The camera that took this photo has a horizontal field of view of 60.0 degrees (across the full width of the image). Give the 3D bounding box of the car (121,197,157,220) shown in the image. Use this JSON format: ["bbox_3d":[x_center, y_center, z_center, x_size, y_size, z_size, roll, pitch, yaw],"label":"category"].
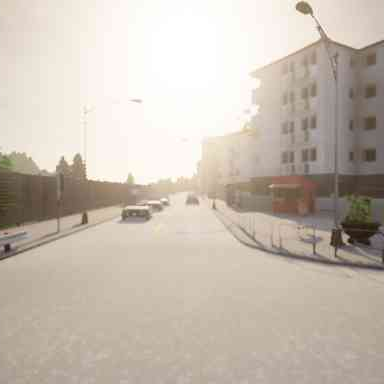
[{"bbox_3d":[-4.097,1.363,25.582,1.994,1.385,4.181,0,0,0],"label":"car"}]

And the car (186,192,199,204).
[{"bbox_3d":[0.098,1.159,51.623,1.994,1.385,4.181,0,0,0],"label":"car"}]

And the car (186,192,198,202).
[{"bbox_3d":[-0.006,0.869,61.561,2.097,1.767,4.553,0,0,0],"label":"car"}]

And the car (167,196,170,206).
[{"bbox_3d":[-4.065,1.184,46.233,2.033,1.411,5.357,0,0,0],"label":"car"}]

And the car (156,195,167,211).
[{"bbox_3d":[-4.098,1.245,35.668,1.812,1.442,4.674,0,0,0],"label":"car"}]
